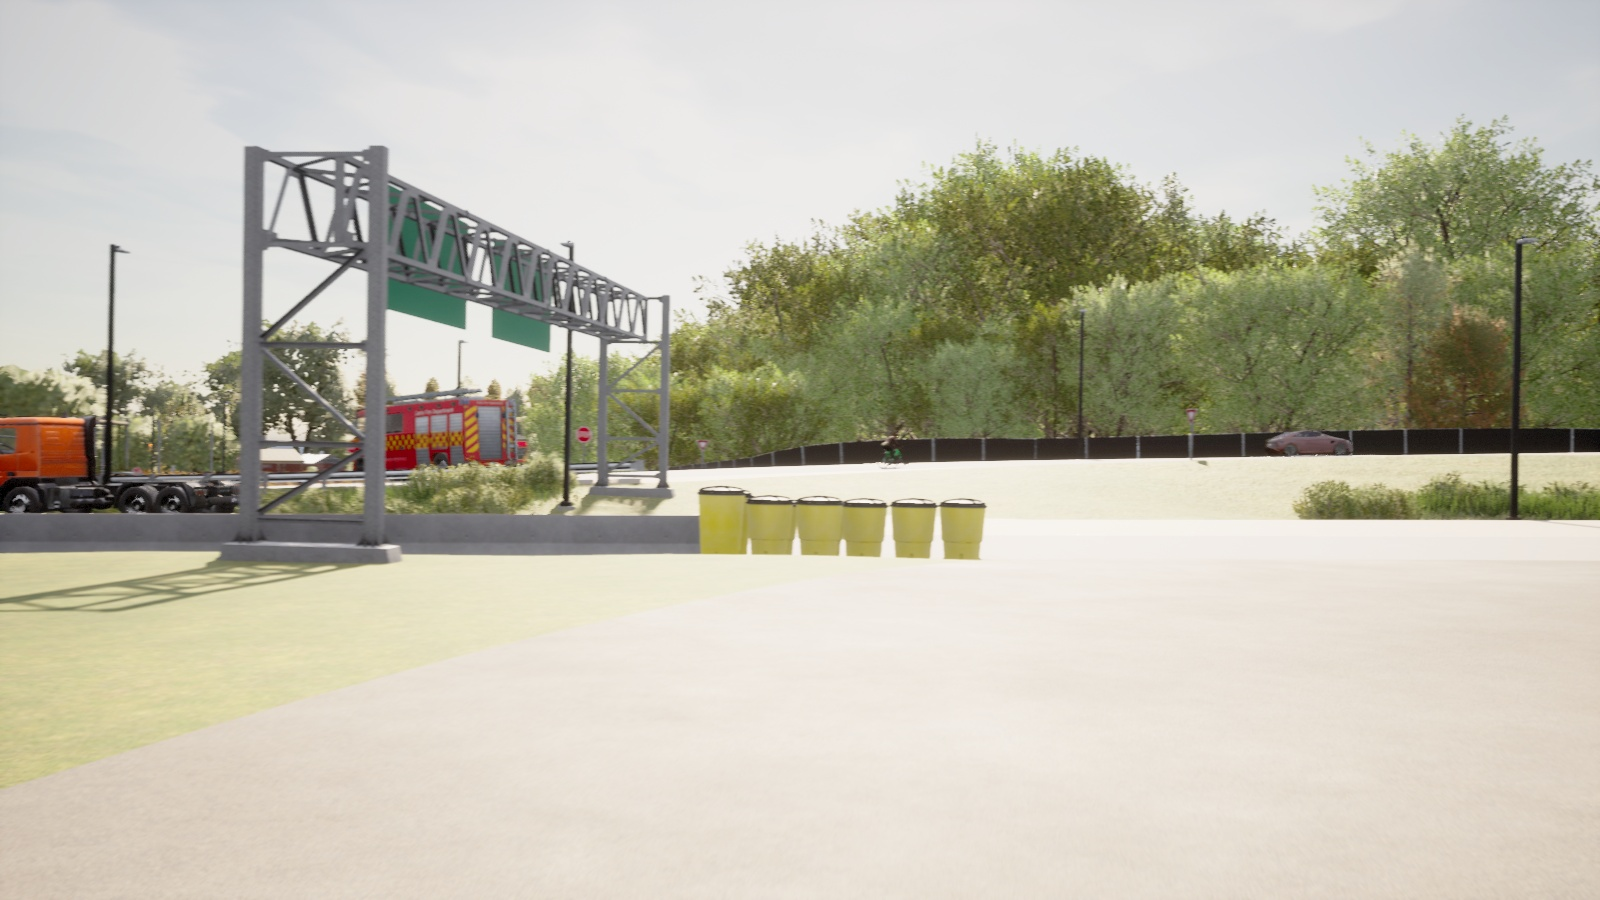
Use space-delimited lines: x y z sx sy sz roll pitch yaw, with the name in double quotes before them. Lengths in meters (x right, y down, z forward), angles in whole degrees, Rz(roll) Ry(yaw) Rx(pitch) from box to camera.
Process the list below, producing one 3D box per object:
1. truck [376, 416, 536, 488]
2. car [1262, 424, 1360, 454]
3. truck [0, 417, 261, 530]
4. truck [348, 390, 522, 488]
"truck" -19.130 0.119 70.119 7.936 3.462 2.891 -3 -1 5
"car" 26.318 -0.553 64.760 4.181 1.385 1.994 -2 0 -6
"truck" -21.990 0.765 40.629 7.936 3.462 2.891 -1 0 6
"truck" -16.389 -0.405 56.009 8.468 3.827 2.891 -3 -1 38
